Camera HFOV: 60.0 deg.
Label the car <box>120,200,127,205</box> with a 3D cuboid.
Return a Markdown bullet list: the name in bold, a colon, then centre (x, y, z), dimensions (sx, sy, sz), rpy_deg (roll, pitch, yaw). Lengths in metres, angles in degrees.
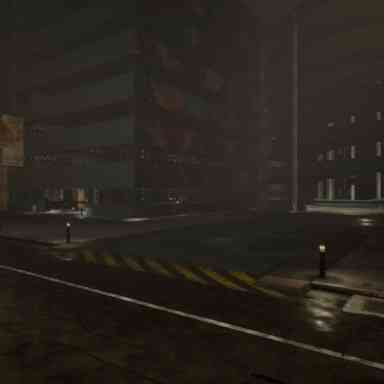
- **car**: centre (-8.033, 1.463, 47.401), dimensions (4.718, 1.301, 1.895), rpy_deg (0, 0, 35)

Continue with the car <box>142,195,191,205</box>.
- **car**: centre (-2.712, 1.320, 34.498), dimensions (4.674, 1.452, 2.002), rpy_deg (0, 0, 35)

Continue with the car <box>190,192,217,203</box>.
- **car**: centre (1.944, 1.029, 63.001), dimensions (5.566, 2.045, 2.435), rpy_deg (0, 0, 35)

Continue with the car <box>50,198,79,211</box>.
- **car**: centre (-15.056, 1.413, 38.158), dimensions (4.786, 1.482, 2.161), rpy_deg (0, 0, 35)
